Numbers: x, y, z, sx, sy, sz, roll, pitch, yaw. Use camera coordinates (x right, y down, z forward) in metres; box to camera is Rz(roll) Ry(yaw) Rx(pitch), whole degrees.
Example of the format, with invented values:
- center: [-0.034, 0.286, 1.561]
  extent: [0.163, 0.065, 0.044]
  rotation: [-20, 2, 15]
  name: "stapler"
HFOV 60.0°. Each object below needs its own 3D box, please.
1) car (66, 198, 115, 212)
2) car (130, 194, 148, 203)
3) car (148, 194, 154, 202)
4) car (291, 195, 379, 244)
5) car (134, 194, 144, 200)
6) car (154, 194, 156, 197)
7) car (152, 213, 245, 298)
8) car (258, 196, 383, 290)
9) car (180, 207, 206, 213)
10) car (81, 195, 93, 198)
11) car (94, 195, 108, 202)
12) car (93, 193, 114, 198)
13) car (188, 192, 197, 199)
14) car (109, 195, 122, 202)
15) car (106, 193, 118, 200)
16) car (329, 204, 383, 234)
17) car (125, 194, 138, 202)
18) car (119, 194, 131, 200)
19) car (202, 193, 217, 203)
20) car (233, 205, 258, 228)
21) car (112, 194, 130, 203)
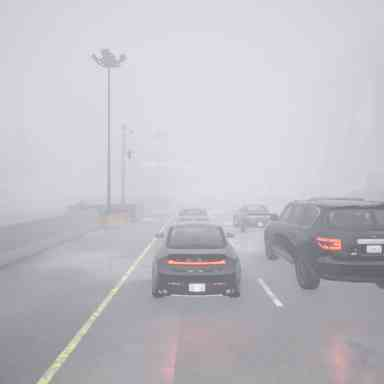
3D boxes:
- center: [-11.362, 1.606, 37.083]
  extent: [4.718, 1.301, 1.895]
  rotation: [0, 0, -8]
  name: "car"
- center: [-10.592, 1.485, 66.607]
  extent: [1.812, 1.442, 4.674]
  rotation: [0, 0, 0]
  name: "car"
- center: [-10.530, 1.389, 77.009]
  extent: [1.882, 1.535, 5.008]
  rotation: [0, 0, 0]
  name: "car"
- center: [7.063, 1.221, 17.260]
  extent: [2.150, 2.045, 5.566]
  rotation: [0, 0, 0]
  name: "car"
- center: [-13.965, 1.309, 87.266]
  extent: [1.837, 1.490, 4.892]
  rotation: [0, 1, 0]
  name: "car"
- center: [-10.464, 1.285, 87.439]
  extent: [1.882, 1.535, 5.008]
  rotation: [0, 1, 0]
  name: "car"
- center: [0.084, 1.505, 8.519]
  extent: [1.837, 1.490, 4.892]
  rotation: [0, 0, 0]
  name: "car"
- center: [3.584, 1.221, 9.261]
  extent: [2.150, 2.045, 5.566]
  rotation: [0, 0, 0]
  name: "car"
- center: [0.064, 1.547, 18.682]
  extent: [2.033, 1.411, 5.357]
  rotation: [0, 0, 0]
  name: "car"
- center: [-21.090, 1.452, 66.904]
  extent: [1.882, 1.535, 5.008]
  rotation: [0, 0, 0]
  name: "car"
- center: [-21.032, 1.467, 76.763]
  extent: [1.994, 1.385, 4.181]
  rotation: [0, 0, 0]
  name: "car"
- center: [-17.592, 1.311, 66.660]
  extent: [2.097, 1.767, 4.553]
  rotation: [0, 0, 0]
  name: "car"
- center: [0.088, 0.917, 95.549]
  extent: [2.150, 2.045, 5.566]
  rotation: [0, 1, 0]
  name: "car"
- center: [-17.533, 1.468, 76.521]
  extent: [1.994, 1.385, 4.181]
  rotation: [0, 0, 0]
  name: "car"
- center: [-20.966, 1.168, 87.061]
  extent: [2.097, 1.767, 4.553]
  rotation: [0, 1, 0]
  name: "car"
- center: [10.566, 1.547, 20.561]
  extent: [2.033, 1.411, 5.357]
  rotation: [0, 0, 0]
  name: "car"
- center: [-14.031, 1.268, 76.868]
  extent: [2.097, 1.767, 4.553]
  rotation: [0, 0, 0]
  name: "car"
- center: [-17.467, 1.355, 86.879]
  extent: [2.033, 1.411, 5.357]
  rotation: [0, 1, 0]
  name: "car"
- center: [3.522, 1.460, 67.855]
  extent: [1.837, 1.490, 4.892]
  rotation: [0, 1, 0]
  name: "car"
- center: [3.567, 1.491, 19.820]
  extent: [2.128, 1.511, 4.902]
  rotation: [0, 0, 0]
  name: "car"
- center: [-14.092, 1.523, 66.619]
  extent: [1.994, 1.385, 4.181]
  rotation: [0, 0, 0]
  name: "car"
